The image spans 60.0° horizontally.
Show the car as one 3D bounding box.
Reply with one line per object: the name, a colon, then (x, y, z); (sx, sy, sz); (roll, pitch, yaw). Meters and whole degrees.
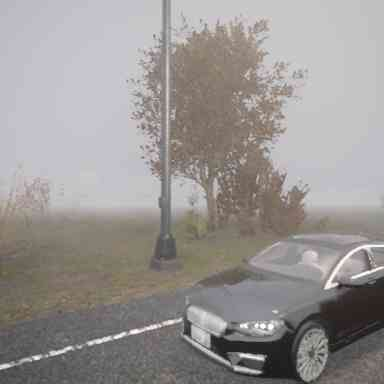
car: (2.096, 1.509, 5.498); (4.902, 1.511, 2.128); (0, 0, -36)
